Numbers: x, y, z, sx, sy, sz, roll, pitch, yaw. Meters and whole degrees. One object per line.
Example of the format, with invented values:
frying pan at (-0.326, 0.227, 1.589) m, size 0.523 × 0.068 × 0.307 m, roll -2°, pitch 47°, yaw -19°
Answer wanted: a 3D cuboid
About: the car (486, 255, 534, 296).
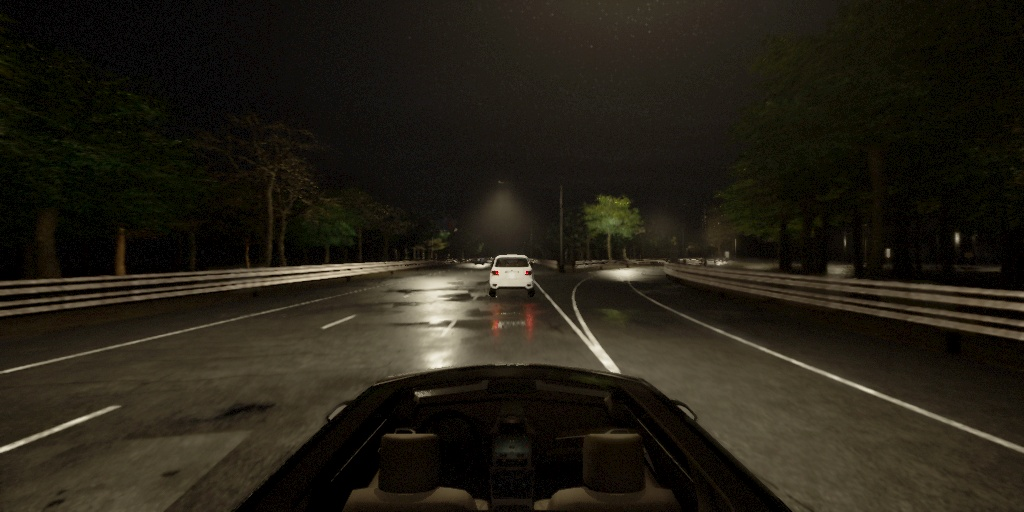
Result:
car at (0.000, 0.972, 19.433) m, size 2.150 × 2.045 × 5.566 m, roll 0°, pitch 0°, yaw 0°
